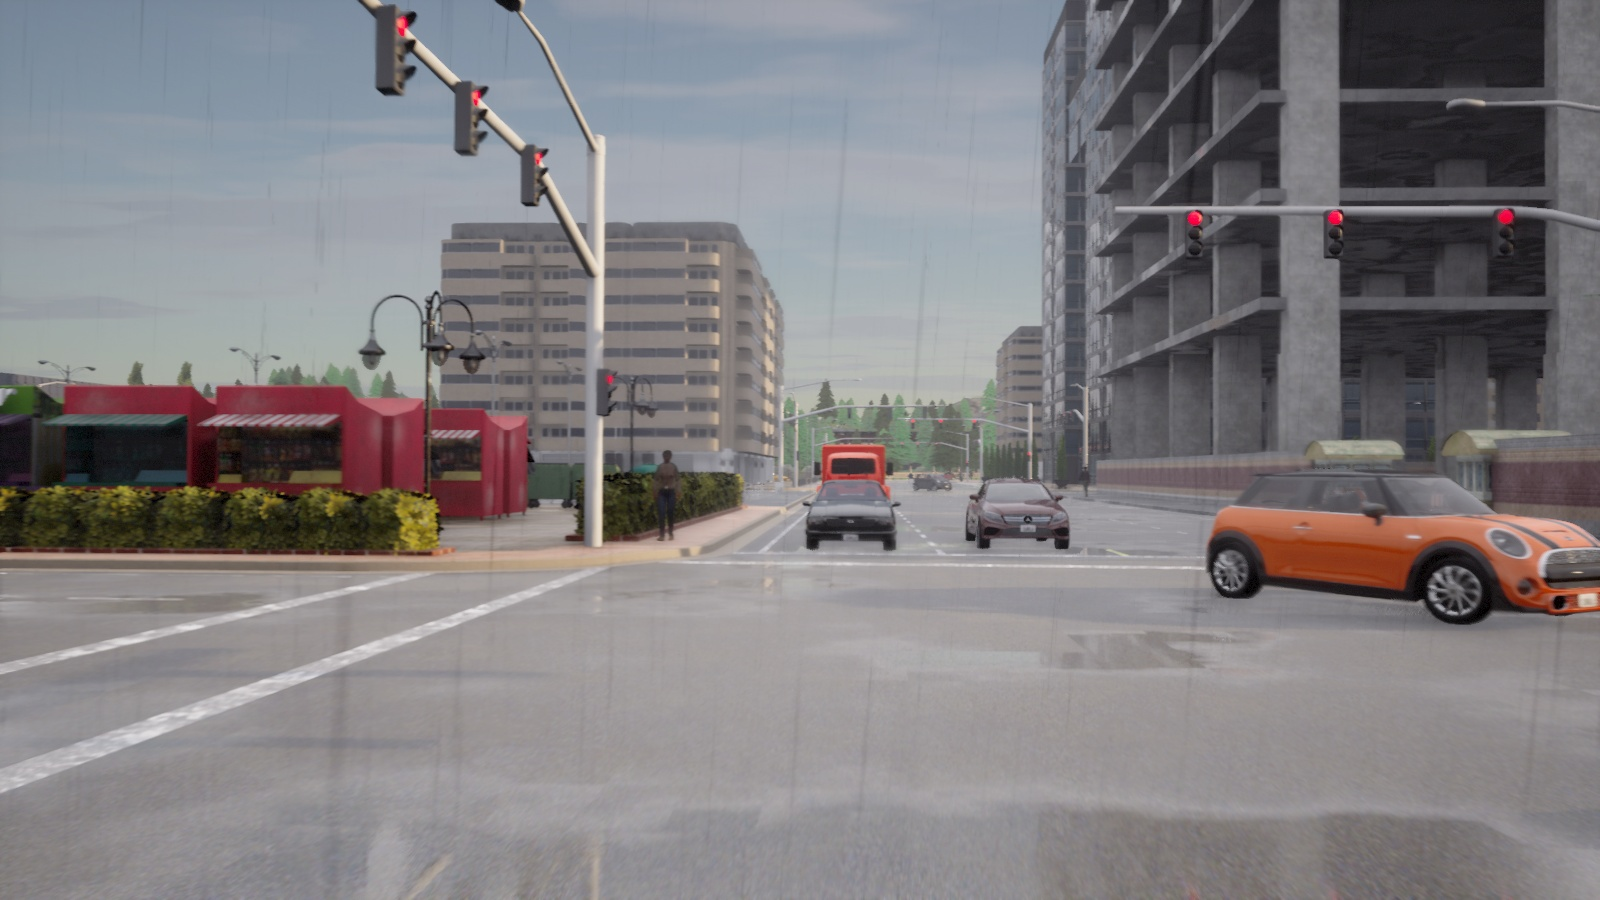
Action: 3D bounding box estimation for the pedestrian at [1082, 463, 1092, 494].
[{"bbox_3d":[17.132,1.719,74.899,0.431,1.840,0.703,0,-1,1],"label":"pedestrian"}]

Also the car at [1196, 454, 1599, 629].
[{"bbox_3d":[7.287,0.964,15.156,2.097,1.767,4.553,1,-1,-30],"label":"car"}]

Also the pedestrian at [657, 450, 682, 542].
[{"bbox_3d":[-2.632,0.919,25.320,0.328,1.805,0.869,0,-1,5],"label":"pedestrian"}]

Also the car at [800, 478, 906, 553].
[{"bbox_3d":[1.146,1.326,26.792,2.033,1.411,5.357,0,-1,3],"label":"car"}]

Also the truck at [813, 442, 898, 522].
[{"bbox_3d":[1.834,1.049,41.684,2.627,2.467,5.204,0,-1,3],"label":"truck"}]

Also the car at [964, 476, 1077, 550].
[{"bbox_3d":[4.677,1.302,27.260,1.812,1.442,4.674,0,-1,3],"label":"car"}]
